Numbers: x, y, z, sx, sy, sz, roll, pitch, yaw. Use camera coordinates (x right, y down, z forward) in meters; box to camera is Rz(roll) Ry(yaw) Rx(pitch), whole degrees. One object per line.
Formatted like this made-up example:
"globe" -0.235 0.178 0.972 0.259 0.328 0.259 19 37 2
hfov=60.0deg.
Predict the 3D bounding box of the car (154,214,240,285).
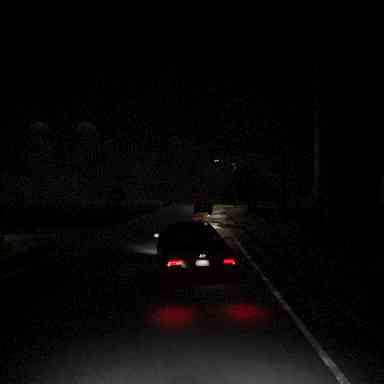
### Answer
"car" -0.076 1.597 9.699 2.033 1.411 5.357 0 0 -7

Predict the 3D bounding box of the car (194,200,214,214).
"car" 1.351 1.680 36.982 2.128 1.511 4.902 0 0 8
